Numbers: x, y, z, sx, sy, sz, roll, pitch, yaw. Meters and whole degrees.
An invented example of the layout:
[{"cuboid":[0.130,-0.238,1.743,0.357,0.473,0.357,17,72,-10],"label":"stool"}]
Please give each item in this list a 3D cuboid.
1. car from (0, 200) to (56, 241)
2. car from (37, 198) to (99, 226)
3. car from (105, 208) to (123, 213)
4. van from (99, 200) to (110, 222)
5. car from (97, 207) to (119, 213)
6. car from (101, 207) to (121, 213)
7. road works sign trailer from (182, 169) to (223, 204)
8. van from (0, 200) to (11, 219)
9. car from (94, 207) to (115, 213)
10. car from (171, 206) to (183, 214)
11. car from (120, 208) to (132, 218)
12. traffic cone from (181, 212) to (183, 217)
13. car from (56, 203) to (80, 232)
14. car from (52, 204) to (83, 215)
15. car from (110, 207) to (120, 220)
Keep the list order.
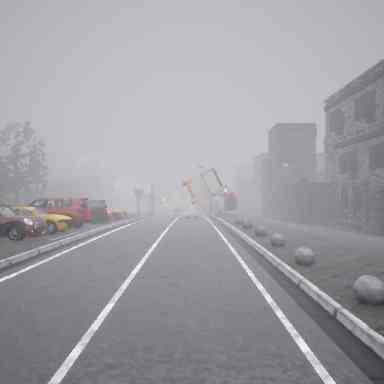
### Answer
[{"cuboid":[-9.469,1.397,16.201,4.553,1.767,2.185,0,-1,-1],"label":"car"},{"cuboid":[-9.519,1.411,22.156,5.566,2.045,2.435,0,-2,0],"label":"car"},{"cuboid":[-21.757,5.068,92.803,4.674,1.452,2.002,0,-3,0],"label":"car"},{"cuboid":[-9.641,1.617,28.345,4.442,1.987,1.878,0,-2,0],"label":"van"},{"cuboid":[-21.782,4.685,86.393,4.892,1.521,2.231,0,-3,0],"label":"car"},{"cuboid":[-21.779,4.859,89.661,5.008,1.535,2.097,0,-3,0],"label":"car"},{"cuboid":[1.097,-0.471,33.149,3.560,2.380,2.880,-26,-8,-5],"label":"road works sign trailer"},{"cuboid":[-21.704,1.844,34.892,4.442,1.987,1.878,0,-2,0],"label":"van"},{"cuboid":[-21.799,4.549,83.119,4.674,1.452,2.002,0,-3,0],"label":"car"},{"cuboid":[-3.121,4.017,75.997,2.097,1.767,4.553,0,-3,0],"label":"car"},{"cuboid":[-9.366,2.044,34.290,5.366,1.575,1.946,0,-2,0],"label":"car"},{"cuboid":[-1.367,2.734,39.529,0.340,0.580,0.340,0,-3,0],"label":"traffic cone"},{"cuboid":[-9.469,1.594,19.233,5.008,1.535,2.097,0,-1,-1],"label":"car"},{"cuboid":[-21.940,3.082,58.827,4.553,1.767,2.185,0,-3,0],"label":"car"},{"cuboid":[-9.569,1.815,31.377,4.553,1.767,2.185,0,-2,0],"label":"car"}]
